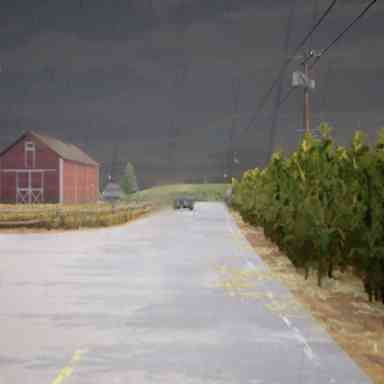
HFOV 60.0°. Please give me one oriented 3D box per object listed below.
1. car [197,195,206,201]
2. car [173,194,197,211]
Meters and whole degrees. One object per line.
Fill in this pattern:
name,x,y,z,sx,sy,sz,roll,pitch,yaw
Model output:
car,1.341,1.298,65.085,1.837,1.490,4.892,0,0,-17
car,-0.930,1.215,40.033,2.150,2.045,5.566,0,0,5
